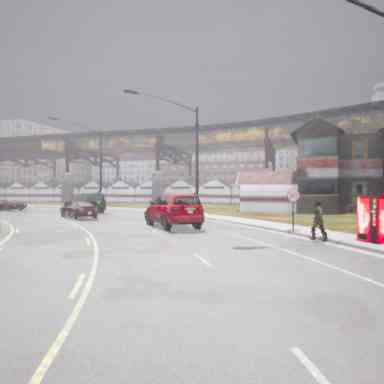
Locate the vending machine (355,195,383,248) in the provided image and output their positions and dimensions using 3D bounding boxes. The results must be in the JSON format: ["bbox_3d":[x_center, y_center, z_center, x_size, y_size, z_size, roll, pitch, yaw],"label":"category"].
[{"bbox_3d":[7.509,1.169,13.696,1.100,2.100,0.880,0,0,-15],"label":"vending machine"}]

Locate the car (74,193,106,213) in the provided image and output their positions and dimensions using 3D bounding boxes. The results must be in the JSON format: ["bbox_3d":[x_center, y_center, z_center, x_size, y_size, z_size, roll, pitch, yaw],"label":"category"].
[{"bbox_3d":[-11.018,1.158,34.368,5.566,2.045,2.150,0,0,44],"label":"car"}]

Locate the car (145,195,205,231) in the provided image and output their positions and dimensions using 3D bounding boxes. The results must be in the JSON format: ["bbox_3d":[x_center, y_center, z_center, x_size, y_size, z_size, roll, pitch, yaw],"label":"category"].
[{"bbox_3d":[-1.185,1.180,20.411,2.150,2.045,5.566,0,0,-24],"label":"car"}]

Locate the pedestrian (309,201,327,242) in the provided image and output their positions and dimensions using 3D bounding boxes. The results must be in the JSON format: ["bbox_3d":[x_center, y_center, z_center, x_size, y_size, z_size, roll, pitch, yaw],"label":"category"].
[{"bbox_3d":[5.524,1.266,14.611,0.375,1.860,0.375,0,0,-16],"label":"pedestrian"}]

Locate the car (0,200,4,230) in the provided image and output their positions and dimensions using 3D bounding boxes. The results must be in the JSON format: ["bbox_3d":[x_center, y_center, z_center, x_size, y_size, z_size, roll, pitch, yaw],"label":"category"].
[{"bbox_3d":[-12.098,1.314,18.931,2.097,1.767,4.553,0,0,-29],"label":"car"}]

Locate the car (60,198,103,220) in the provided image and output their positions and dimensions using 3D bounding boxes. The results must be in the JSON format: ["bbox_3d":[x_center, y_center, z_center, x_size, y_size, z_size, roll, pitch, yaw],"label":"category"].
[{"bbox_3d":[-9.378,1.474,27.530,1.812,1.442,4.674,0,0,-39],"label":"car"}]

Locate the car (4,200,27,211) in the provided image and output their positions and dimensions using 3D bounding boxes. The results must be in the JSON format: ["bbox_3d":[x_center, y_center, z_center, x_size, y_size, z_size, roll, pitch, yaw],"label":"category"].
[{"bbox_3d":[-21.456,1.529,38.444,4.718,1.301,1.895,0,0,26],"label":"car"}]
